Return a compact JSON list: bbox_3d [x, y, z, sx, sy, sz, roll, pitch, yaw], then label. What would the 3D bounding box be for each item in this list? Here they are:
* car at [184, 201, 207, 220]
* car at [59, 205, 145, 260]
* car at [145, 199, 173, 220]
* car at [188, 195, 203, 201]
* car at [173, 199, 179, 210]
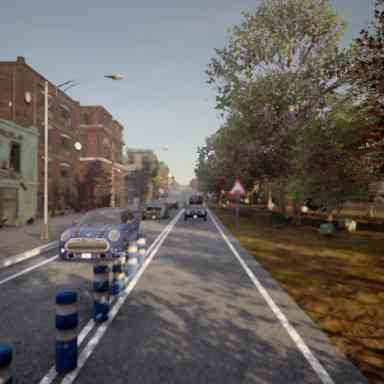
[{"bbox_3d":[0.313,1.736,29.345,1.895,1.301,4.718,0,0,1],"label":"car"},{"bbox_3d":[-3.305,1.423,12.708,2.097,1.767,4.553,0,0,0],"label":"car"},{"bbox_3d":[-3.124,1.488,29.650,2.097,1.767,4.553,0,0,0],"label":"car"},{"bbox_3d":[0.573,1.404,52.256,2.150,2.045,5.566,0,0,1],"label":"car"},{"bbox_3d":[-2.835,1.663,45.825,1.882,1.535,5.008,0,0,1],"label":"car"}]
